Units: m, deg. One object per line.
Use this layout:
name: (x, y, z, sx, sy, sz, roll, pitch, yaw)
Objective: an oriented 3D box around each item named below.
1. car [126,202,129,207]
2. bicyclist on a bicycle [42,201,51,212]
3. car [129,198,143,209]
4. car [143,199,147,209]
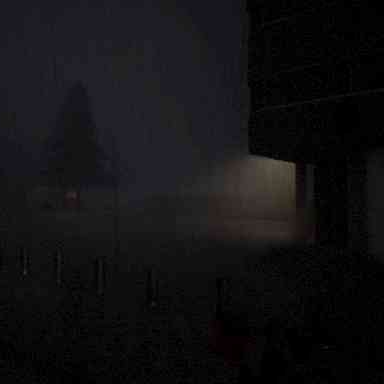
car: (-10.129, 1.976, 61.727, 1.882, 1.535, 5.008, -1, -1, 36)
bicyclist on a bicycle: (-13.886, 1.638, 31.814, 1.656, 1.620, 0.582, -1, -1, 36)
car: (-7.475, 1.983, 53.329, 1.994, 1.385, 4.181, -1, 0, 36)
car: (-4.809, 1.980, 51.056, 1.895, 1.301, 4.718, -1, 0, 36)
